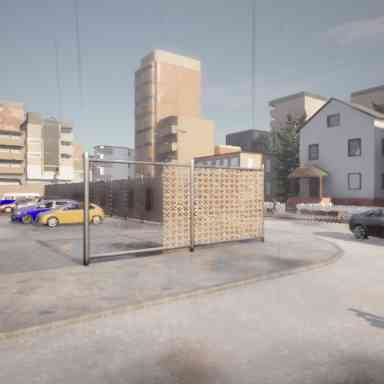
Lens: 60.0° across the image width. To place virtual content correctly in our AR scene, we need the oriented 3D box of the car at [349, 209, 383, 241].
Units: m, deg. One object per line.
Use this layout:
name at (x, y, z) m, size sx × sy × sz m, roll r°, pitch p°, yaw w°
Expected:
car at (8.935, 1.487, 14.153) m, size 2.128 × 1.511 × 4.902 m, roll 0°, pitch 0°, yaw -15°

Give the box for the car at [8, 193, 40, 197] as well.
car at (-12.575, 1.241, 27.343) m, size 3.866 × 1.878 × 1.905 m, roll 0°, pitch 0°, yaw -36°

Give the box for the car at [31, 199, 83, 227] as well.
car at (-7.839, 1.414, 21.555) m, size 4.193 × 1.474 × 1.816 m, roll 0°, pitch 0°, yaw -36°

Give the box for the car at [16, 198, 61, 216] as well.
car at (-14.798, 1.411, 32.045) m, size 3.633 × 1.501 × 1.845 m, roll 0°, pitch 0°, yaw -36°

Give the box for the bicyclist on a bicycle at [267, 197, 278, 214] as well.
bicyclist on a bicycle at (7.762, 1.342, 31.999) m, size 1.656 × 1.620 × 0.582 m, roll 0°, pitch 0°, yaw -36°

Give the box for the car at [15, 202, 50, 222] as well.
car at (-12.020, 1.450, 25.082) m, size 2.207 × 1.379 × 1.481 m, roll 0°, pitch 0°, yaw -36°

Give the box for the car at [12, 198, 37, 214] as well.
car at (-17.854, 1.401, 35.333) m, size 1.789 × 1.547 × 3.705 m, roll 0°, pitch 0°, yaw -36°

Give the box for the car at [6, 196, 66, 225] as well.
car at (-10.284, 1.346, 23.706) m, size 4.611 × 1.667 × 2.242 m, roll 0°, pitch 0°, yaw -36°

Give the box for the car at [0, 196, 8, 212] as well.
car at (-17.856, 1.472, 35.610) m, size 5.357 × 1.415 × 2.033 m, roll 0°, pitch 0°, yaw -36°
